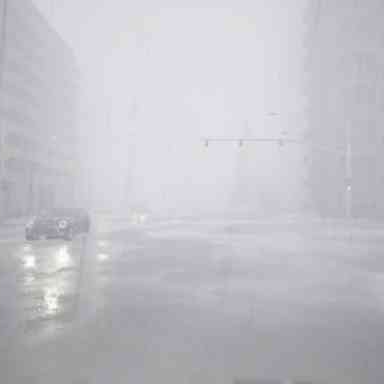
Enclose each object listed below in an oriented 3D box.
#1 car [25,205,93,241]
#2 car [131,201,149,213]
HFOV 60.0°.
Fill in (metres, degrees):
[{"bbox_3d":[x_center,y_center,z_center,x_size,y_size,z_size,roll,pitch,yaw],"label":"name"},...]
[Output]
[{"bbox_3d":[-6.893,1.540,17.671,2.097,1.767,4.553,0,-1,0],"label":"car"},{"bbox_3d":[-6.746,1.950,43.580,2.128,1.511,4.902,0,-1,0],"label":"car"}]
